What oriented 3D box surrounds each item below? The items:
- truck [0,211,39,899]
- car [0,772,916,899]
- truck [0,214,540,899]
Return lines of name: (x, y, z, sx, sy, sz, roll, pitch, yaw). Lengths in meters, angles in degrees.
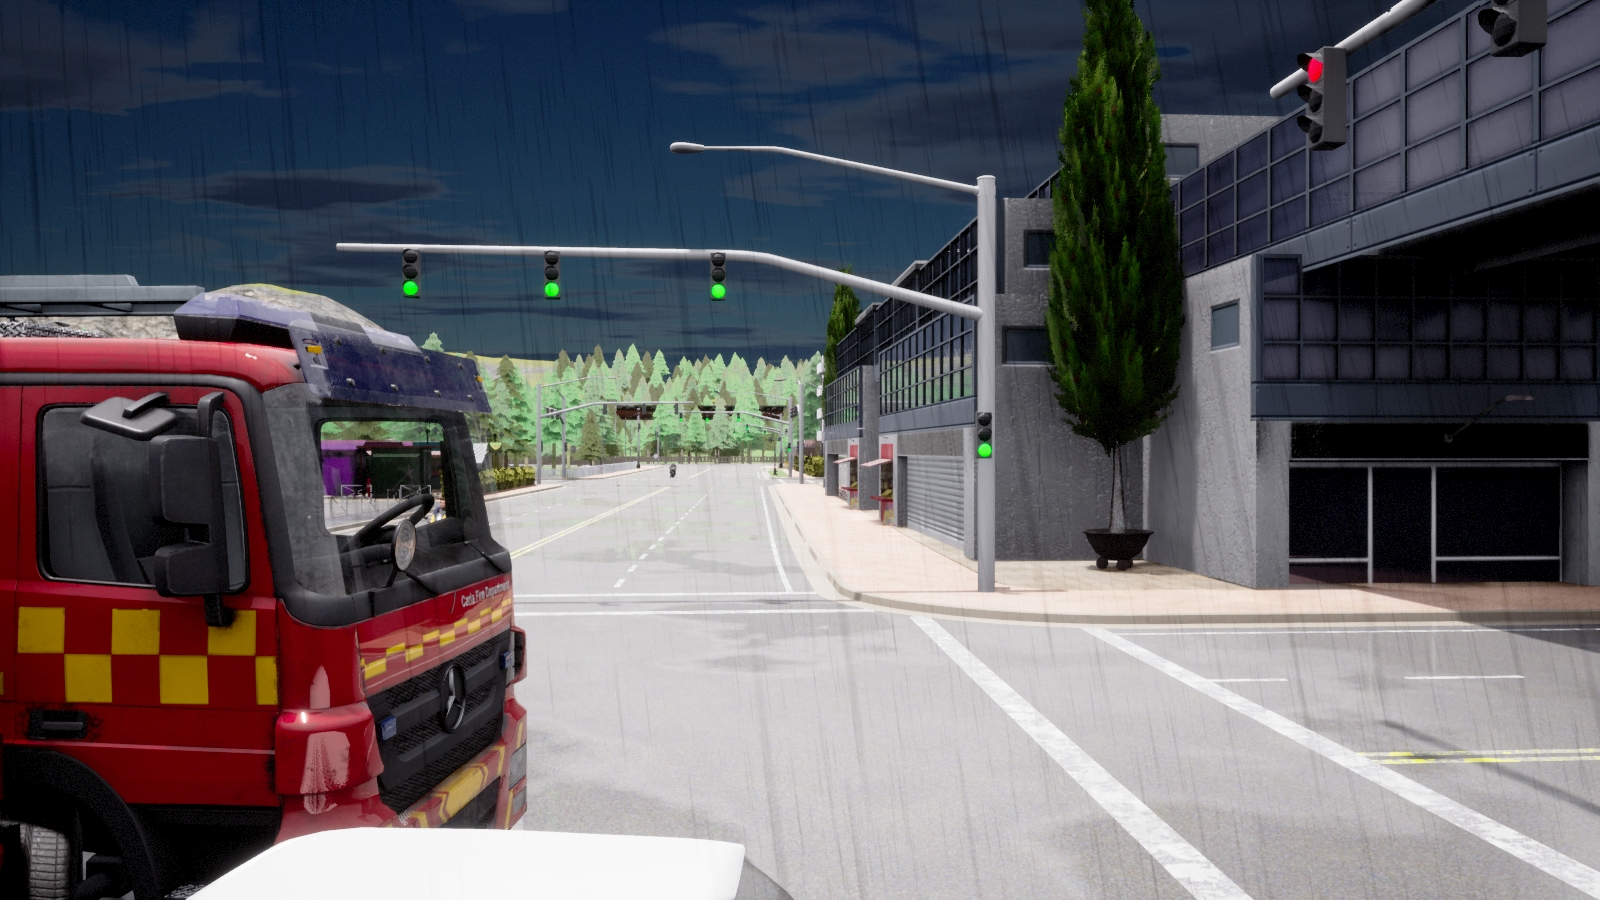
truck: (-7.587, 0.890, 3.490, 8.468, 3.827, 2.891, 0, 0, -3)
car: (-1.549, 2.065, 3.579, 3.806, 1.475, 1.970, 0, 0, 5)
truck: (-6.102, 0.890, 6.659, 8.468, 3.827, 2.891, 0, 0, 4)
